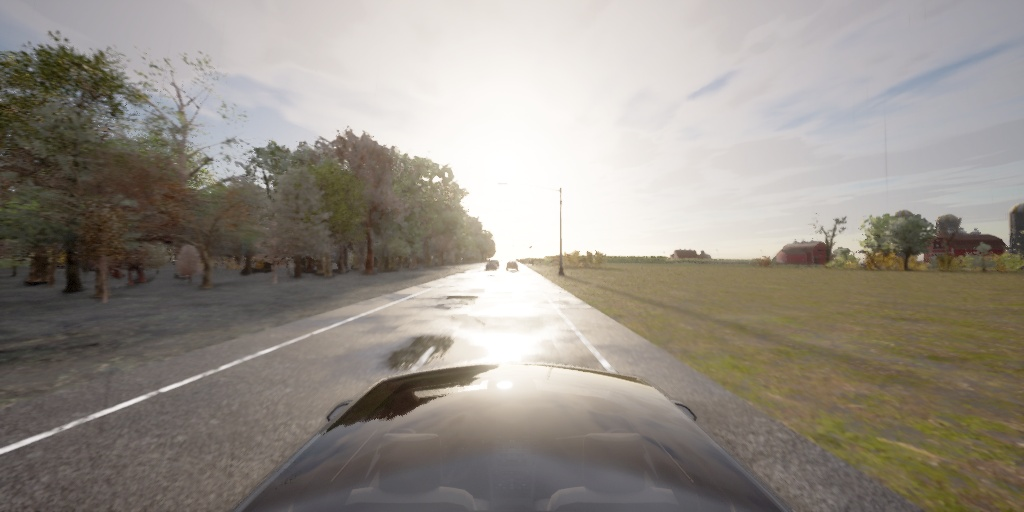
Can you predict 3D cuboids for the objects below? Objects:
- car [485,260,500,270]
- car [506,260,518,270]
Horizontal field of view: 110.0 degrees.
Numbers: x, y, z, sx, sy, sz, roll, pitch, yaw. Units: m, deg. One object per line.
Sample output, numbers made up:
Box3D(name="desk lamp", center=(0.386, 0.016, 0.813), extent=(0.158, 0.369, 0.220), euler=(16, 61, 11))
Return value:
Box3D(name="car", center=(-3.478, 1.728, 60.535), extent=(1.895, 1.301, 4.718), euler=(0, 0, 0))
Box3D(name="car", center=(0.022, 1.480, 60.475), extent=(2.097, 1.767, 4.553), euler=(0, 0, 0))
